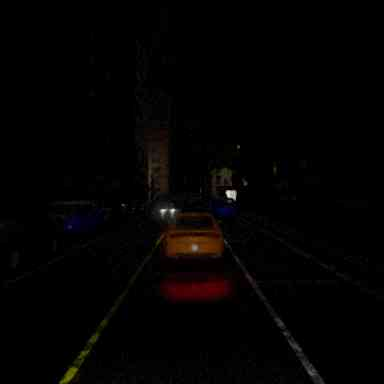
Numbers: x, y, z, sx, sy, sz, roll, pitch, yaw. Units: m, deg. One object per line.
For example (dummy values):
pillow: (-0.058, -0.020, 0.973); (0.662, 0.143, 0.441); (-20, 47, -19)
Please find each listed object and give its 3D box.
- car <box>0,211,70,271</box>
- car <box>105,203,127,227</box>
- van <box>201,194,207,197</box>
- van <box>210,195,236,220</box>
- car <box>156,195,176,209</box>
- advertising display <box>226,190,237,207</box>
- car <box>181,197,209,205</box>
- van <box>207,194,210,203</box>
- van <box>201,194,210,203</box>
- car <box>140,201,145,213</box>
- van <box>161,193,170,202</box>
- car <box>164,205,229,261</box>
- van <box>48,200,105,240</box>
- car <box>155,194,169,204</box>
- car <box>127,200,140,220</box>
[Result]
car: (-5.856, 1.535, 10.892); (1.887, 1.381, 4.507); (0, 0, 0)
car: (-5.855, 1.558, 22.213); (1.802, 1.307, 4.206); (0, 0, 0)
van: (2.672, 1.235, 61.848); (1.690, 1.788, 3.998); (0, 0, 0)
van: (2.670, 1.309, 27.901); (1.690, 1.788, 3.998); (0, 0, 0)
car: (-3.094, 1.486, 43.987); (2.033, 1.411, 5.357); (0, 0, 0)
advertising display: (5.631, 0.955, 47.992); (1.540, 2.440, 0.280); (0, 0, 0)
car: (0.085, 1.457, 29.520); (2.128, 1.511, 4.902); (0, 0, 0)
van: (2.671, 1.300, 33.559); (1.690, 1.788, 3.998); (0, 0, 0)
van: (2.673, 1.218, 67.506); (1.690, 1.788, 3.998); (0, 0, 0)
car: (-5.855, 1.504, 33.534); (1.887, 1.381, 4.507); (0, 0, 0)
van: (-5.853, 1.201, 73.157); (1.690, 1.788, 3.998); (0, 0, 0)
car: (0.080, 1.467, 12.192); (1.882, 1.535, 5.008); (0, 0, 0)
van: (-5.855, 1.325, 16.553); (1.690, 1.788, 3.998); (0, 0, 0)
car: (-5.854, 1.460, 61.837); (1.947, 1.339, 4.313); (0, 0, 0)
car: (-5.855, 1.550, 27.874); (1.802, 1.307, 4.206); (0, 0, 0)
